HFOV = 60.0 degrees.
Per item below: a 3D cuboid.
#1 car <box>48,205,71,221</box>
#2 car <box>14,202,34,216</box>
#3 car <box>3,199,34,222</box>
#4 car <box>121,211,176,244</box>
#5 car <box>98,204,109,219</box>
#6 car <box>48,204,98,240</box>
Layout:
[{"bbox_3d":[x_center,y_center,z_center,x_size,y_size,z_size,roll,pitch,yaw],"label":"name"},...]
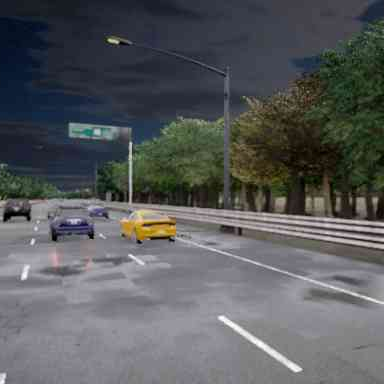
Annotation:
[{"bbox_3d":[-13.279,2.013,33.230,1.994,1.385,4.181,0,-1,-24],"label":"car"},{"bbox_3d":[-20.513,2.043,40.675,1.882,1.535,5.008,0,-1,-24],"label":"car"},{"bbox_3d":[-16.271,1.645,31.275,2.150,2.045,5.566,0,-1,-24],"label":"car"},{"bbox_3d":[-2.408,1.704,17.380,1.882,1.535,5.008,0,-1,-24],"label":"car"},{"bbox_3d":[-9.645,1.976,33.638,1.812,1.442,4.674,0,-1,-24],"label":"car"},{"bbox_3d":[-6.859,1.602,18.789,2.097,1.767,4.553,0,-1,-24],"label":"car"}]
